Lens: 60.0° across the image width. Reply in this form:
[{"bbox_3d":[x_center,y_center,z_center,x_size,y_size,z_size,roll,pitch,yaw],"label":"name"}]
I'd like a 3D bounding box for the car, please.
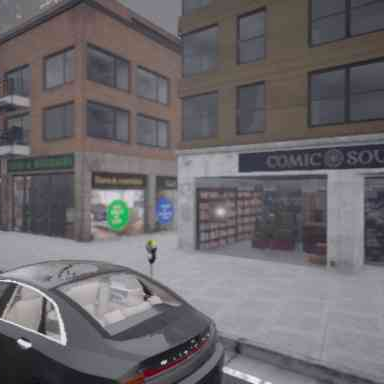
[{"bbox_3d":[-1.728,1.534,4.081,4.403,1.369,2.008,0,0,36],"label":"car"}]
